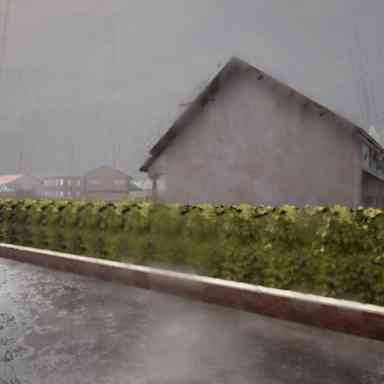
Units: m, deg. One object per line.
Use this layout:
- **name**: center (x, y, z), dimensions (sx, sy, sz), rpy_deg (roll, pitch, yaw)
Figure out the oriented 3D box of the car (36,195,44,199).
- **car**: center (-31.270, 1.461, 68.537), dimensions (3.866, 1.878, 1.905), rpy_deg (-1, 0, 35)
